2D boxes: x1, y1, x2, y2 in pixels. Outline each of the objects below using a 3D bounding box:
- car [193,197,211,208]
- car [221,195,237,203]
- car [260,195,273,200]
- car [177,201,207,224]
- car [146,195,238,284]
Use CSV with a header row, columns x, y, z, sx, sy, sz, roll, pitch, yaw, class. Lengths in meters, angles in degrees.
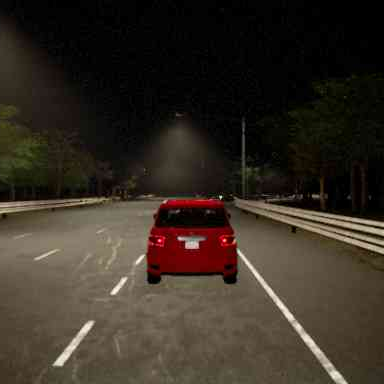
x,y,z,sx,sy,sz,roll,pitch,yaw,class
1.593,1.492,49.691,1.882,1.535,5.008,0,0,11,car
7.659,1.477,69.257,1.837,1.490,4.892,0,0,25,car
19.894,1.506,88.621,1.895,1.301,4.718,0,0,41,car
0.008,1.493,25.922,2.128,1.511,4.902,0,0,0,car
0.004,1.222,9.763,2.150,2.045,5.566,0,0,0,car
